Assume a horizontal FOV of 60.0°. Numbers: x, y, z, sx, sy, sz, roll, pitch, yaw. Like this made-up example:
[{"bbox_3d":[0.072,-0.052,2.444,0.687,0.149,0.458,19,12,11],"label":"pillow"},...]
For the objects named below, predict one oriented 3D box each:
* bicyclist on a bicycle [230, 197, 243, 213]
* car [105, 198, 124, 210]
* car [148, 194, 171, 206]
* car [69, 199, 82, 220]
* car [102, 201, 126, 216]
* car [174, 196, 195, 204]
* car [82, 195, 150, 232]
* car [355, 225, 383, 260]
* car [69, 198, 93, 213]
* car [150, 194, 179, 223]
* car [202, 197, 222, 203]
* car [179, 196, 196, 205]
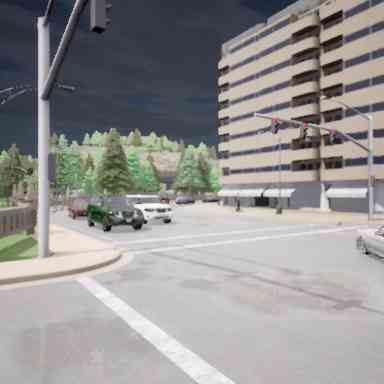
[{"bbox_3d":[4.584,1.319,34.255,1.656,1.620,0.582,0,0,-28],"label":"bicyclist on a bicycle"},{"bbox_3d":[-10.239,1.568,44.255,1.837,1.490,4.892,0,0,-4],"label":"car"},{"bbox_3d":[-5.498,1.307,57.222,2.150,2.045,5.566,0,0,15],"label":"car"},{"bbox_3d":[-9.709,1.506,29.298,1.882,1.535,5.008,0,0,-25],"label":"car"},{"bbox_3d":[-8.071,1.638,34.105,1.895,1.301,4.718,0,0,-19],"label":"car"},{"bbox_3d":[-1.527,1.628,67.101,1.812,1.442,4.674,0,0,34],"label":"car"},{"bbox_3d":[-4.906,1.223,20.628,2.150,2.045,5.566,0,0,-32],"label":"car"},{"bbox_3d":[6.699,1.594,10.229,1.895,1.301,4.718,0,0,9],"label":"car"},{"bbox_3d":[-12.967,1.534,39.122,1.882,1.535,5.008,0,0,-10],"label":"car"},{"bbox_3d":[-3.439,1.231,24.864,2.150,2.045,5.566,0,0,-31],"label":"car"},{"bbox_3d":[4.227,1.695,69.102,1.895,1.301,4.718,0,0,41],"label":"car"},{"bbox_3d":[-1.010,1.632,59.820,2.033,1.411,5.357,0,0,21],"label":"car"}]
